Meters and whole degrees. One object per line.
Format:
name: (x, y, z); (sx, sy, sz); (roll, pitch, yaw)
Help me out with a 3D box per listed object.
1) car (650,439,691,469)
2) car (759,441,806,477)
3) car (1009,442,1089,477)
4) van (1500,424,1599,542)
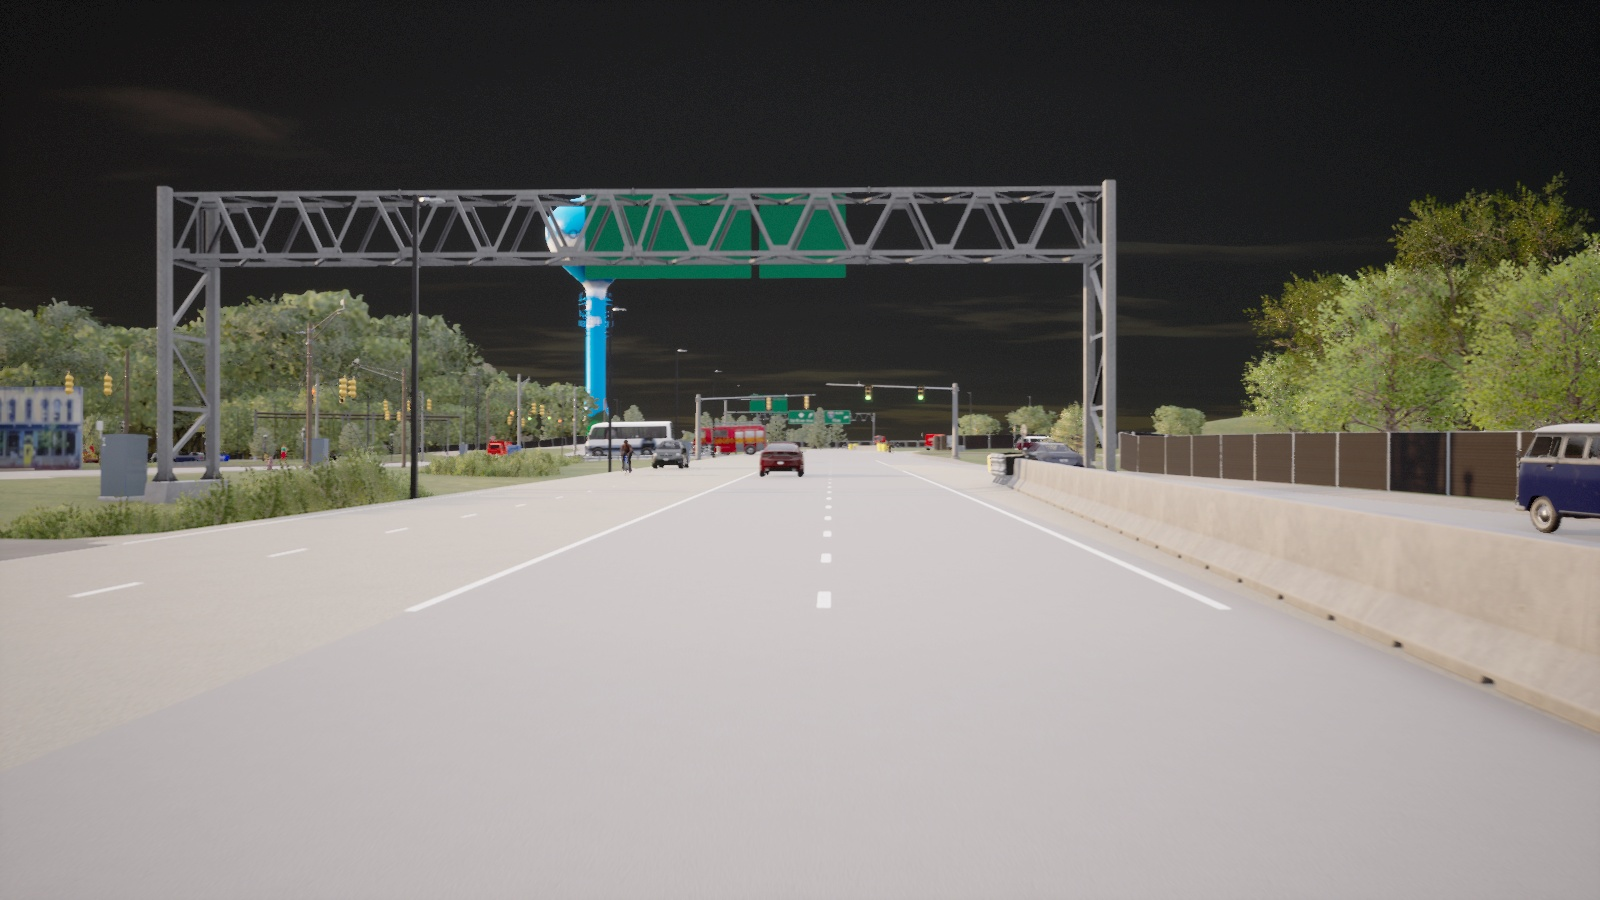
car: (-7.336, 0.206, 71.501); (1.851, 1.617, 3.988); (0, 0, 2)
car: (-0.740, 0.387, 56.281); (1.882, 1.535, 5.008); (0, 0, 2)
car: (10.291, 0.368, 52.178); (1.994, 1.385, 4.181); (0, 1, -8)
van: (14.339, 0.557, 21.538); (1.775, 1.987, 4.442); (0, 1, -7)
